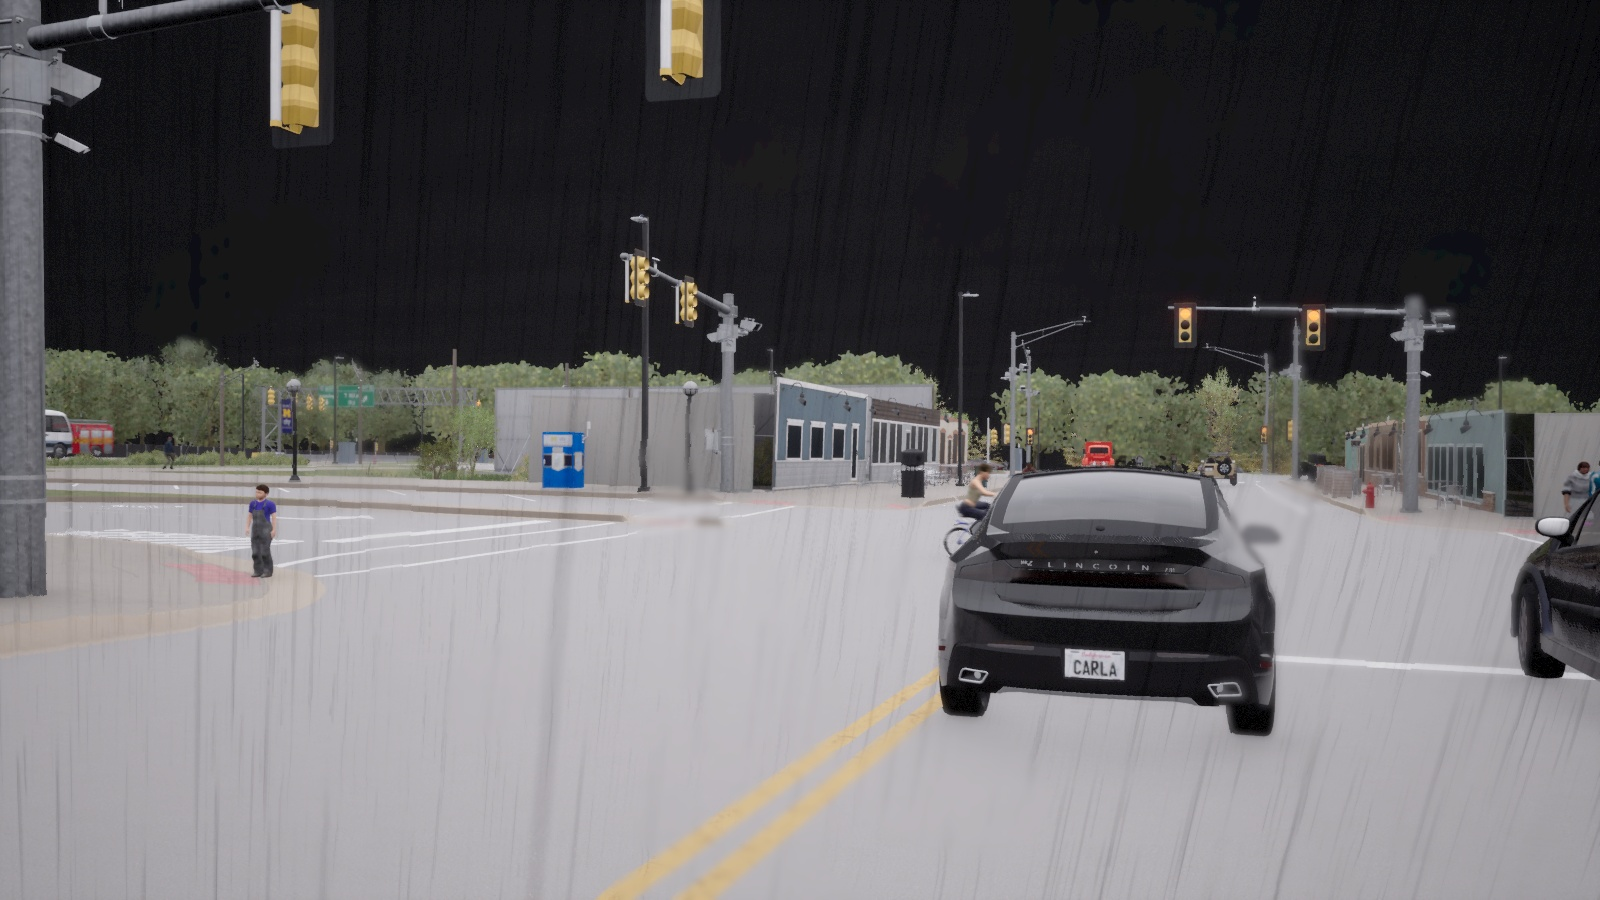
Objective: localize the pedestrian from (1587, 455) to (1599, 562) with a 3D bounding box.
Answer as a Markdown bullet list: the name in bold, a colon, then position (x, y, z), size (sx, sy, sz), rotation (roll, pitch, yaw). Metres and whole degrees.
- **pedestrian**: position (14.819, 1.070, 23.123), size (0.396, 1.930, 0.692), rotation (1, 1, 19)

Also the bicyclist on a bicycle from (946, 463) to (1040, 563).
- **bicyclist on a bicycle**: position (3.245, 1.036, 21.108), size (1.509, 1.612, 0.866), rotation (1, 0, 10)

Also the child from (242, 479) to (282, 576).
- **child**: position (-7.189, 1.024, 16.794), size (0.270, 1.263, 0.437), rotation (1, 1, 16)

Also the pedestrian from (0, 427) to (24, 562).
- **pedestrian**: position (-11.846, 0.632, 18.348), size (0.788, 1.949, 0.423), rotation (1, 1, 14)

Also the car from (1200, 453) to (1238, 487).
- **car**: position (23.680, 1.096, 71.104), size (1.932, 1.855, 4.605), rotation (1, 0, 17)

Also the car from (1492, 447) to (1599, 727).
- **car**: position (5.806, 0.822, 7.885), size (1.851, 1.617, 3.988), rotation (1, -1, 18)

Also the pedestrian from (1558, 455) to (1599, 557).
- **pedestrian**: position (15.350, 1.073, 24.600), size (0.659, 1.952, 0.873), rotation (1, 1, 19)

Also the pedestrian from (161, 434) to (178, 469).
- **pedestrian**: position (-33.442, 0.072, 66.582), size (0.402, 1.842, 0.726), rotation (1, 1, 20)

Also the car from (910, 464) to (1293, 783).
- **car**: position (2.155, 0.886, 8.577), size (1.837, 1.490, 4.892), rotation (1, -1, 17)
